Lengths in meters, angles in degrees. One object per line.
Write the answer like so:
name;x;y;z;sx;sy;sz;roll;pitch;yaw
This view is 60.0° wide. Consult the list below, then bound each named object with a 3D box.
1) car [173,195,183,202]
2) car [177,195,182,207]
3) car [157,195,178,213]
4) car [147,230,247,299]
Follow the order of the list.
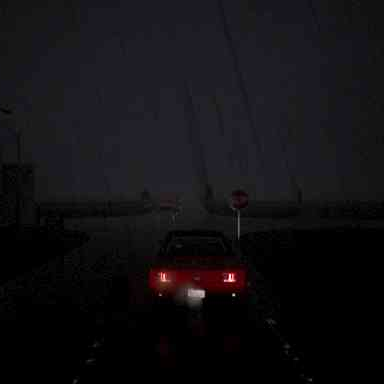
car;-2.808;1.326;69.825;1.882;1.535;5.008;0;0;0
car;-2.876;1.408;48.164;1.882;1.535;5.008;0;0;0
car;-2.746;1.439;36.275;1.882;1.535;5.008;0;0;-2
car;0.093;1.598;8.372;1.895;1.301;4.718;0;0;0
